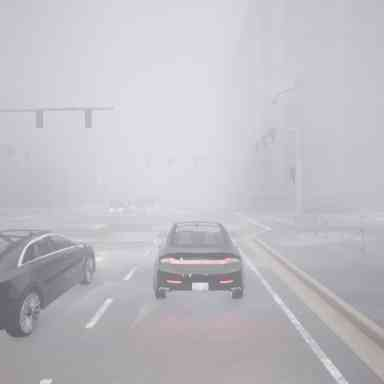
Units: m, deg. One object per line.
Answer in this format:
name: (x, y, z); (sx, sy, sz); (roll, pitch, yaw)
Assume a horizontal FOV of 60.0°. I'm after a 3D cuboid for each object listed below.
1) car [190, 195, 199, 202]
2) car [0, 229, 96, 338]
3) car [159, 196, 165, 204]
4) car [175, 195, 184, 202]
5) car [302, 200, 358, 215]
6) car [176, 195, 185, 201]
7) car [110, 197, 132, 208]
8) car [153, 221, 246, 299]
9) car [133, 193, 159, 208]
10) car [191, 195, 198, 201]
car: (0.546, 1.570, 76.334); (1.895, 1.301, 4.718); (0, 0, 0)
car: (-3.398, 1.490, 6.607); (2.128, 1.511, 4.902); (0, 0, 1)
car: (-6.648, 1.474, 59.606); (2.128, 1.511, 4.902); (0, 0, 1)
car: (-2.959, 1.475, 75.701); (1.837, 1.490, 4.892); (0, 0, 0)
car: (13.447, 1.482, 32.892); (5.357, 1.411, 2.033); (0, 0, 0)
car: (-2.889, 1.498, 85.404); (2.033, 1.411, 5.357); (0, 0, 0)
car: (-10.262, 1.550, 47.074); (1.994, 1.385, 4.181); (0, 0, 0)
car: (0.136, 1.489, 8.426); (2.128, 1.511, 4.902); (0, 0, 0)
car: (-6.735, 1.207, 49.392); (2.150, 2.045, 5.566); (0, 0, 2)
car: (0.611, 1.436, 85.378); (1.882, 1.535, 5.008); (0, 0, 0)
